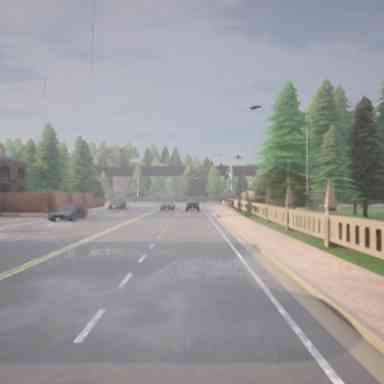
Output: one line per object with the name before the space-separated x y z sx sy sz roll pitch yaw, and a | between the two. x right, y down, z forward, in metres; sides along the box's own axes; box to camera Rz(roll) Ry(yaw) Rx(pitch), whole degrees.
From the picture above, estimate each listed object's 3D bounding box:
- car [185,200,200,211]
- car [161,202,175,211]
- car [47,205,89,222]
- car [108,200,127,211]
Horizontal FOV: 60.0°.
car | 0.107 1.917 47.680 1.837 1.490 4.892 0 -1 0
car | -3.394 2.015 47.784 1.895 1.301 4.718 0 0 0
car | -10.595 1.799 28.936 2.033 1.411 5.357 0 -1 0
car | -10.571 1.905 47.558 2.128 1.511 4.902 0 -1 0
